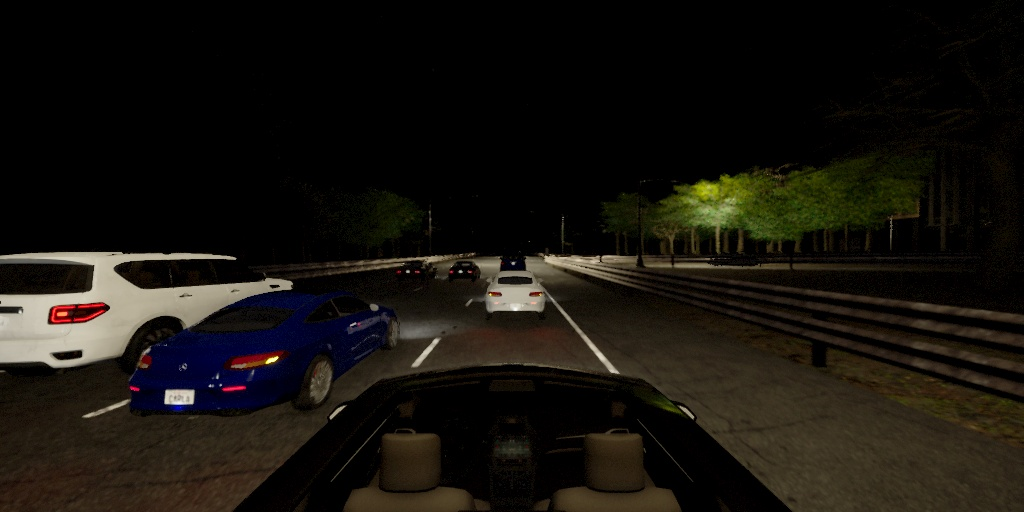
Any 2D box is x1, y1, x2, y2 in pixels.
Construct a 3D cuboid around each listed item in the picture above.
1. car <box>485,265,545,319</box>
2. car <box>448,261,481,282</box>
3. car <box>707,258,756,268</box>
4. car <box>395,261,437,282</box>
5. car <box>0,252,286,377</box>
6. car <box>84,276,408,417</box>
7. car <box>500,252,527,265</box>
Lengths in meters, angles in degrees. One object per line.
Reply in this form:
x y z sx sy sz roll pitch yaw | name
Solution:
0.098 1.206 12.332 1.812 1.442 4.674 0 1 0 | car
-3.402 1.080 26.221 2.033 1.411 5.357 0 1 0 | car
23.621 0.496 38.641 1.812 1.442 4.674 0 0 -36 | car
-6.901 1.079 26.267 2.033 1.411 5.357 0 1 0 | car
-6.901 0.946 7.496 2.150 2.045 5.566 0 0 0 | car
-3.386 1.261 5.959 1.812 1.442 4.674 0 0 0 | car
0.098 0.696 31.647 2.150 2.045 5.566 0 1 0 | car
